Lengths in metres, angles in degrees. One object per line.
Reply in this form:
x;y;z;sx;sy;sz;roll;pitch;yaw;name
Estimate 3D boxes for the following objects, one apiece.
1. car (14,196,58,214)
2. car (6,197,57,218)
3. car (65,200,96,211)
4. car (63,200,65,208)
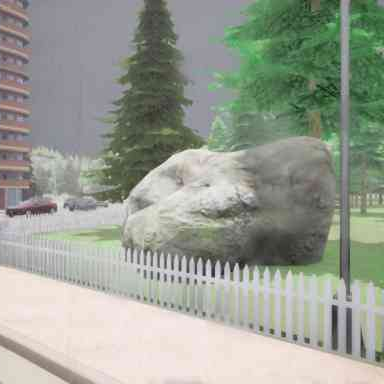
-16.670;1.297;35.855;2.097;1.767;4.553;0;0;8;car
-14.413;1.422;30.208;1.882;1.535;5.008;0;0;15;car
-12.755;1.508;39.046;1.994;1.385;4.181;0;0;4;car
-16.382;1.449;45.890;1.837;1.490;4.892;0;0;-8;car
